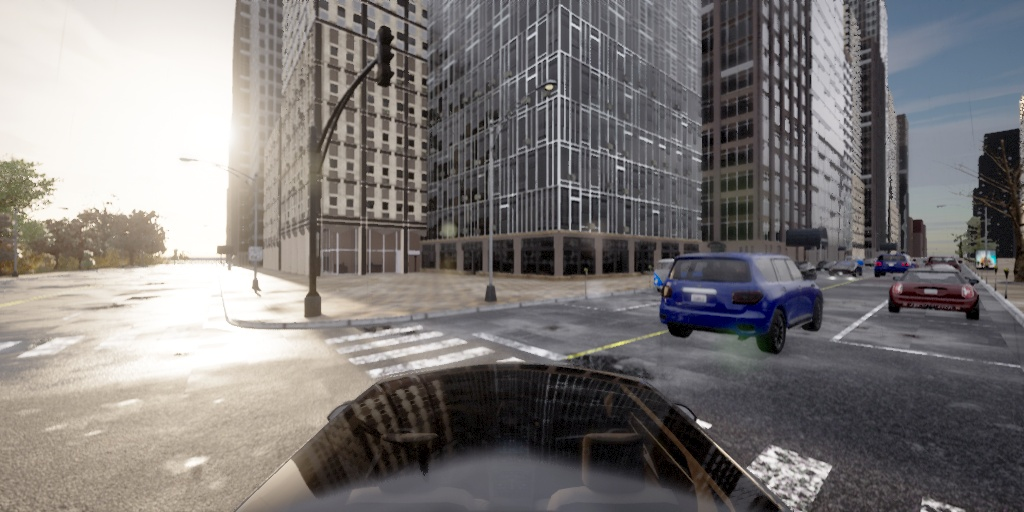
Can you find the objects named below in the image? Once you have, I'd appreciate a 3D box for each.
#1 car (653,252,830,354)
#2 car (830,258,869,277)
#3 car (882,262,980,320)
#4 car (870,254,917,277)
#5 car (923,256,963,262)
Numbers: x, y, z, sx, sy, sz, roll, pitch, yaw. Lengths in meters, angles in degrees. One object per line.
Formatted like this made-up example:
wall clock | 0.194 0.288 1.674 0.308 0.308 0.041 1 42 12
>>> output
car | 5.866 0.939 8.959 5.566 2.045 2.150 0 0 -39
car | 31.251 1.161 33.489 5.357 1.411 2.033 0 0 -39
car | 14.534 1.120 12.384 4.097 1.591 1.967 0 0 -39
car | 33.513 0.823 31.365 5.566 2.045 2.150 0 0 -38
car | 36.516 0.902 30.433 5.009 1.841 2.192 0 0 -39
